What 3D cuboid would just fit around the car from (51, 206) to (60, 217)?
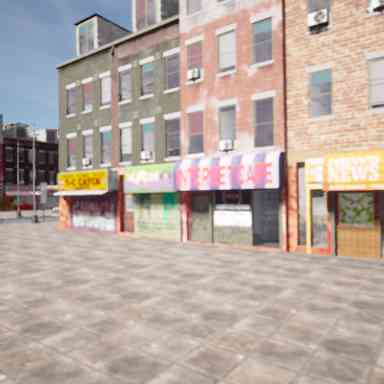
[{"bbox_3d":[-11.855,1.617,33.622,2.097,1.767,4.553,-1,-1,36],"label":"car"}]
